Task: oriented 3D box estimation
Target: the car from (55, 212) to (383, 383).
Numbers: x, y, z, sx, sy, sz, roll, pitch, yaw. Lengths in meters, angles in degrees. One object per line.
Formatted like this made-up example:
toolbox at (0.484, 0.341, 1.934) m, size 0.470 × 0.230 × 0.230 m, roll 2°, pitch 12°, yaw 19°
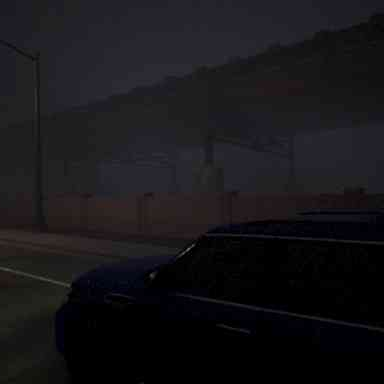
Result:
car at (1.004, 1.230, 3.276) m, size 5.566 × 2.045 × 2.150 m, roll -1°, pitch 0°, yaw 35°
